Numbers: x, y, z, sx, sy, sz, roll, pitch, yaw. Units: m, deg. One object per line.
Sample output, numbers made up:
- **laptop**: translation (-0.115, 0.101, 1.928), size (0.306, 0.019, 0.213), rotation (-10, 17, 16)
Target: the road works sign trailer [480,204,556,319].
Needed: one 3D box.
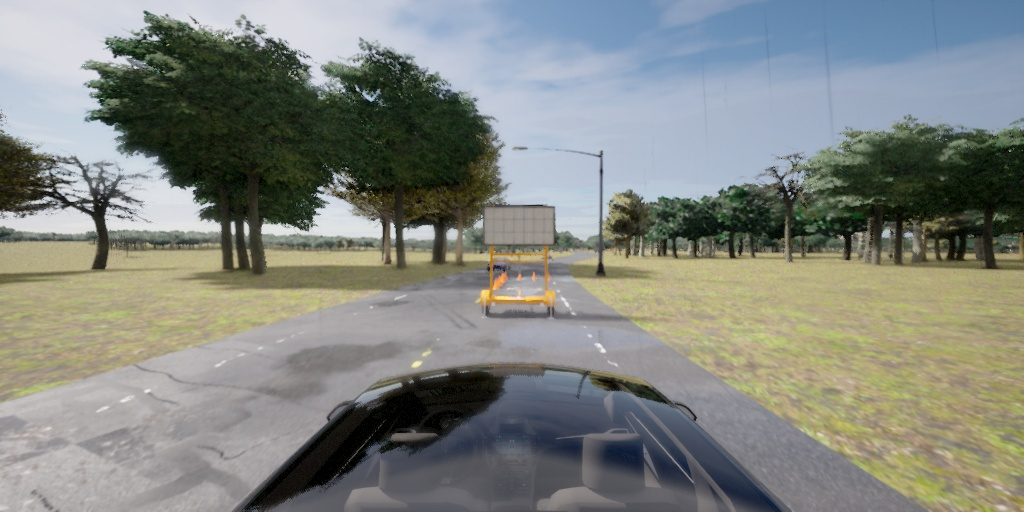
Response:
- **road works sign trailer**: translation (0.234, 0.065, 12.086), size (2.380, 3.560, 2.880), rotation (0, 0, 3)

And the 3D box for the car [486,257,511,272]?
- **car**: translation (-1.209, 0.828, 35.782), size (2.033, 1.411, 5.357), rotation (0, 1, 8)
